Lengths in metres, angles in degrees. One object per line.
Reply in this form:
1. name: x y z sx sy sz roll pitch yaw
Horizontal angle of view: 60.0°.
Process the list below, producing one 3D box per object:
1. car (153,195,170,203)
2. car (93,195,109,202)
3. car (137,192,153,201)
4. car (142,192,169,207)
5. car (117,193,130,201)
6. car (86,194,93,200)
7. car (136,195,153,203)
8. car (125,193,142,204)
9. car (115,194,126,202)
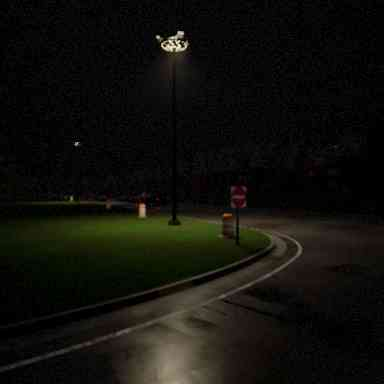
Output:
1. car: -6.287 1.374 68.433 1.882 1.535 5.008 0 0 -26
2. car: -19.067 1.456 70.669 2.033 1.411 5.357 0 0 -26
3. car: -11.213 1.113 78.507 2.150 2.045 5.566 0 0 -26
4. car: -5.376 1.145 50.889 2.150 2.045 5.566 0 0 -26
5. car: -16.840 1.248 82.050 2.097 1.767 4.553 0 0 -26
6. car: -23.611 1.433 79.963 1.812 1.442 4.674 0 0 -26
7. car: -9.605 1.382 67.255 1.882 1.535 5.008 0 0 -26
8. car: -10.121 1.394 60.505 1.882 1.535 5.008 0 0 -26
9. car: -14.766 1.462 69.840 1.994 1.385 4.181 0 0 -26
